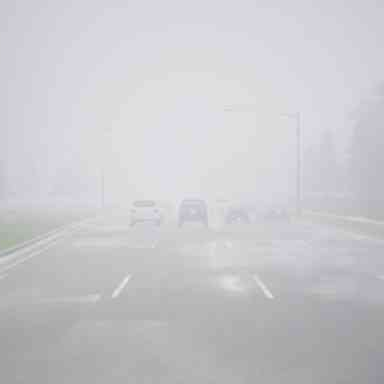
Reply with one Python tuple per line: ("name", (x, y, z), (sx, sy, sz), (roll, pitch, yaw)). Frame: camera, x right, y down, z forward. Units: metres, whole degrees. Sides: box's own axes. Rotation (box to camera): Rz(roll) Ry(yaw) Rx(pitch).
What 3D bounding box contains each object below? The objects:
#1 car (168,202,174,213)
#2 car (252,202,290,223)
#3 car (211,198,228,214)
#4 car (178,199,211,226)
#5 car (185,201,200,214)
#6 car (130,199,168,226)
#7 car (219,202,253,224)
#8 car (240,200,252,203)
("car", (-3.416, 2.053, 44.381), (1.812, 1.442, 4.674), (0, 0, 0))
("car", (7.003, 1.700, 29.206), (2.097, 1.767, 4.553), (0, -1, 0))
("car", (3.583, 1.742, 43.685), (2.150, 2.045, 5.566), (0, -1, 0))
("car", (0.092, 1.533, 26.172), (2.150, 2.045, 5.566), (0, -1, 0))
("car", (0.081, 2.026, 43.704), (1.837, 1.490, 4.892), (0, 0, 0))
("car", (-3.407, 1.534, 26.199), (2.150, 2.045, 5.566), (0, -1, 0))
("car", (3.592, 1.836, 27.916), (1.837, 1.490, 4.892), (0, -1, 0))
("car", (7.042, 1.873, 43.806), (2.097, 1.767, 4.553), (0, -1, 0))
